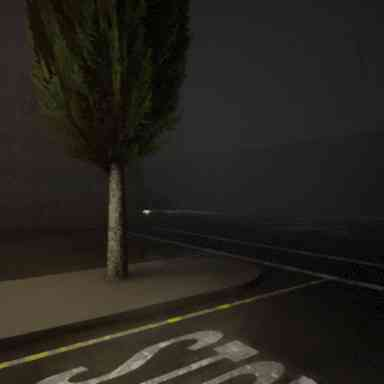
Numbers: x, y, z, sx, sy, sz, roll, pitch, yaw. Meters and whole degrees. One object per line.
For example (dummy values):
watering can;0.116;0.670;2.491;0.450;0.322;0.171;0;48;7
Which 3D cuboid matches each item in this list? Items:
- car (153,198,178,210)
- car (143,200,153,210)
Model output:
car;-3.593;1.475;43.012;2.128;1.511;4.902;0;0;-35
car;-7.055;1.549;41.851;1.994;1.385;4.181;0;0;-35
